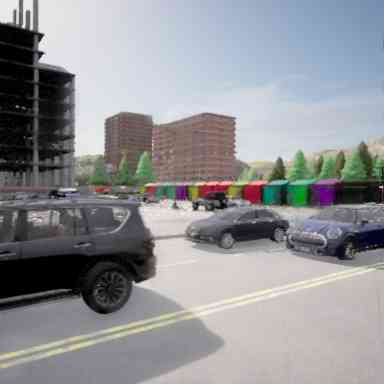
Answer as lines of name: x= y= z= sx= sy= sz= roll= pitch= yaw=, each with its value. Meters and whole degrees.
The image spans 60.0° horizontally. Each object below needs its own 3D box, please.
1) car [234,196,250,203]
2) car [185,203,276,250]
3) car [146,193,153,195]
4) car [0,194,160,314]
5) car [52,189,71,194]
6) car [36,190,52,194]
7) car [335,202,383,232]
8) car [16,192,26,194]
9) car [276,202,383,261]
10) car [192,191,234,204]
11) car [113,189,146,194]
car: x=4.093 y=1.106 z=33.341 sx=1.970 sy=1.475 sz=3.806 roll=0 pitch=1 yaw=-36
car: x=2.003 y=1.386 z=13.897 sx=4.892 sy=1.490 sz=1.837 roll=1 pitch=0 yaw=-35
car: x=-6.237 y=0.888 z=47.424 sx=1.784 sy=1.438 sz=3.905 roll=0 pitch=1 yaw=-36
car: x=-3.307 y=1.145 z=5.927 sx=5.566 sy=2.045 sz=2.150 roll=0 pitch=1 yaw=-35
car: x=-21.985 y=0.524 z=54.639 sx=1.932 sy=1.855 sz=4.605 roll=0 pitch=1 yaw=-36
car: x=-24.122 y=0.738 z=53.016 sx=1.784 sy=1.438 sz=3.905 roll=0 pitch=1 yaw=-36
car: x=10.715 y=1.406 z=19.814 sx=4.674 sy=1.442 sz=1.812 roll=0 pitch=1 yaw=-35
car: x=-26.459 y=0.772 z=51.307 sx=1.970 sy=1.475 sz=3.806 roll=0 pitch=1 yaw=-36
car: x=5.499 y=1.267 z=12.053 sx=4.553 sy=1.767 sz=2.097 roll=0 pitch=1 yaw=-35
car: x=1.751 y=0.870 z=31.637 sx=1.905 sy=1.878 sz=3.866 roll=0 pitch=1 yaw=-36
car: x=-8.611 y=0.679 z=45.763 sx=1.932 sy=1.855 sz=4.605 roll=0 pitch=1 yaw=-36
